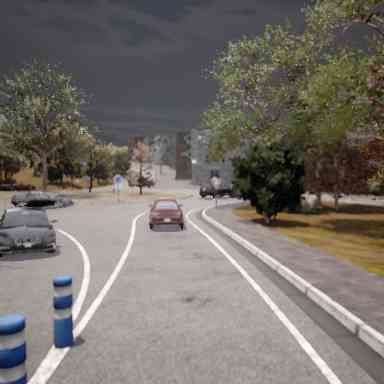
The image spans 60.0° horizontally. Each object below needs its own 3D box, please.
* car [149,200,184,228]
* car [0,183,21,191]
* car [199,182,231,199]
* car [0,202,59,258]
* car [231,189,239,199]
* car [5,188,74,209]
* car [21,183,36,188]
[{"bbox_3d":[-1.480,1.150,18.975,1.812,1.442,4.674,0,3,-6],"label":"car"},{"bbox_3d":[-31.572,-0.688,54.821,1.882,1.535,5.008,1,2,33],"label":"car"},{"bbox_3d":[3.321,-0.239,41.503,2.150,2.045,5.566,1,3,44],"label":"car"},{"bbox_3d":[-6.278,1.385,12.547,1.837,1.490,4.892,0,1,-28],"label":"car"},{"bbox_3d":[7.506,-0.025,39.883,4.553,1.767,2.097,-1,4,-28],"label":"car"},{"bbox_3d":[-12.674,0.665,28.372,4.902,1.511,2.128,0,3,-7],"label":"car"},{"bbox_3d":[-31.294,-0.921,60.728,1.882,1.535,5.008,3,3,44],"label":"car"}]
